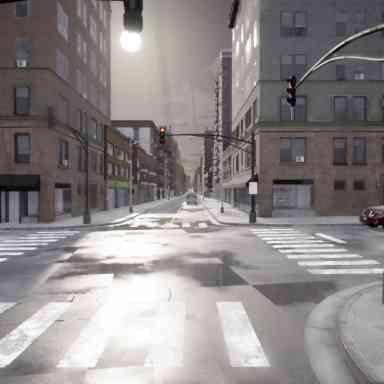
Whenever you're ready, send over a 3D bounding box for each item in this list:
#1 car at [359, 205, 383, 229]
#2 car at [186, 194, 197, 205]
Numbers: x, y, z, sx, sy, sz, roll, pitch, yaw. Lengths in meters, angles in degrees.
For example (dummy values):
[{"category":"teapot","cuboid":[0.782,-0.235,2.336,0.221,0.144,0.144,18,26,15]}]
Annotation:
[{"category":"car","cuboid":[12.053,1.123,18.376,5.009,1.841,2.192,-1,1,0]},{"category":"car","cuboid":[-0.016,1.594,60.021,2.033,1.411,5.357,0,0,0]}]
